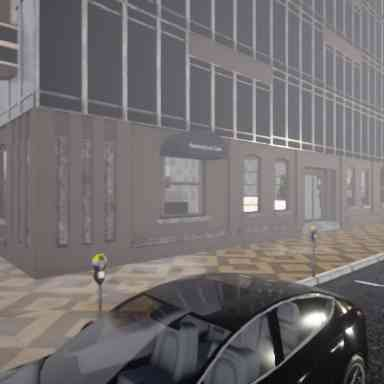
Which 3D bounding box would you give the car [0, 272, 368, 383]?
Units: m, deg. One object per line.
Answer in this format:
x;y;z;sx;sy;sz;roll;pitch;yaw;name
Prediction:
0.047;1.565;2.981;4.313;1.339;1.947;0;0;-42;car
